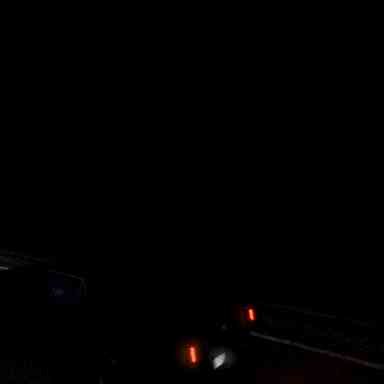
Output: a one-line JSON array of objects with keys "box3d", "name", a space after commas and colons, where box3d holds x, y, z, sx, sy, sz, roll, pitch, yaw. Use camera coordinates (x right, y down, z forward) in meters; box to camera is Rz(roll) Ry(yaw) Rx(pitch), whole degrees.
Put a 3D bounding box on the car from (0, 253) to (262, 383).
[{"box3d": [-1.486, 1.630, 5.080, 4.718, 1.301, 1.895, -1, 0, 35], "name": "car"}]
